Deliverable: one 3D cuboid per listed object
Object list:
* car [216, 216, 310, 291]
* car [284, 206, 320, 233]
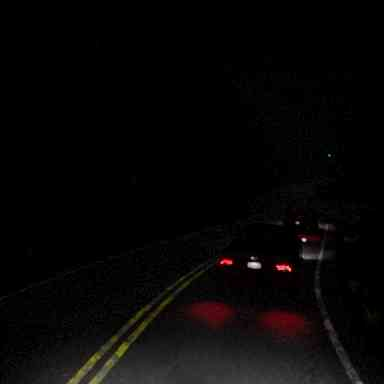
[{"bbox_3d":[2.147,1.623,9.388,2.033,1.411,5.357,2,0,19],"label":"car"},{"bbox_3d":[7.046,1.647,21.360,1.882,1.535,5.008,2,0,23],"label":"car"}]
